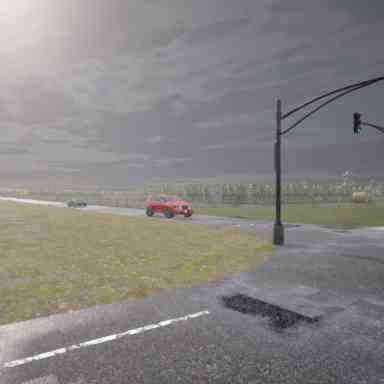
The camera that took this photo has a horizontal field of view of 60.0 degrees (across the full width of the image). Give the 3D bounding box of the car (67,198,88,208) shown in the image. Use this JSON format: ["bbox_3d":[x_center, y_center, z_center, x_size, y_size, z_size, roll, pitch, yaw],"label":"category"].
[{"bbox_3d":[-17.761,1.636,51.360,2.033,1.411,5.357,0,0,-36],"label":"car"}]

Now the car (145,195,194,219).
[{"bbox_3d":[-2.149,1.261,29.789,2.150,2.045,5.566,0,0,-36],"label":"car"}]
